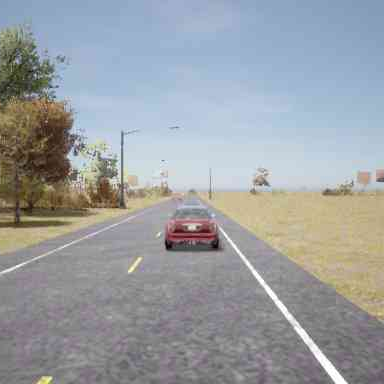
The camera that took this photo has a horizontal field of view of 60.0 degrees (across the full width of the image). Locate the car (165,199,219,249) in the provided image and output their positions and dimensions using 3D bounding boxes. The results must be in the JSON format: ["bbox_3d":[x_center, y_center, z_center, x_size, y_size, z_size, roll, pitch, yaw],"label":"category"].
[{"bbox_3d":[0.000,1.364,14.620,2.097,1.767,4.553,0,0,0],"label":"car"}]

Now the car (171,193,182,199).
[{"bbox_3d":[-3.500,1.214,76.708,2.150,2.045,5.566,0,0,0],"label":"car"}]

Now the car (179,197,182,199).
[{"bbox_3d":[0.000,1.482,29.650,1.882,1.535,5.008,0,0,0],"label":"car"}]
